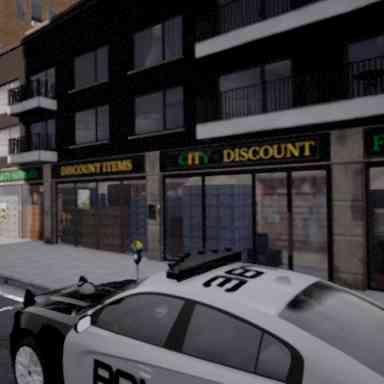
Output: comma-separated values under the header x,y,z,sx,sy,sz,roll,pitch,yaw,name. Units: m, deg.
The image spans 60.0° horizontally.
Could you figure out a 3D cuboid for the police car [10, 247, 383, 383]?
x,y,z,sx,sy,sz,roll,pitch,yaw,name
0.022,1.439,3.406,5.238,1.638,1.930,-1,0,36,police car
